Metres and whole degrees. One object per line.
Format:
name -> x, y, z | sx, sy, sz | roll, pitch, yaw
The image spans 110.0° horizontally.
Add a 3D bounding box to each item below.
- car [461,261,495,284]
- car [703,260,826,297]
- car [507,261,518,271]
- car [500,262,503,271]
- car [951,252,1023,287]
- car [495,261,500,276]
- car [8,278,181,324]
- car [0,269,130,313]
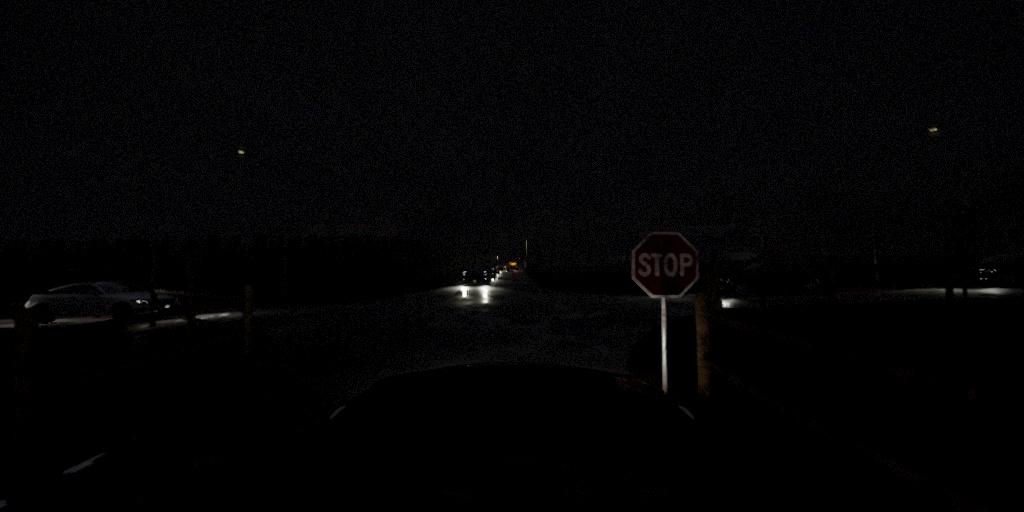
car -> -2.791, 1.320, 29.024 | 2.097, 1.767, 4.553 | 0, 0, 0
car -> 11.406, 0.990, 16.408 | 5.008, 1.535, 1.882 | -2, -3, -1
car -> 0.133, 1.819, 60.930 | 1.895, 1.301, 4.718 | 0, 0, 0
car -> -2.726, 1.469, 48.284 | 2.097, 1.767, 4.553 | 0, 0, 0
car -> 23.103, 0.551, 16.483 | 5.008, 1.535, 1.882 | -2, -3, 0
car -> -2.758, 1.394, 38.602 | 2.097, 1.767, 4.553 | 0, 0, 0
car -> -15.362, 1.689, 13.575 | 4.674, 1.442, 1.812 | -1, -3, 0
car -> -20.835, 1.643, 16.594 | 5.566, 2.045, 2.150 | -1, -3, -1
